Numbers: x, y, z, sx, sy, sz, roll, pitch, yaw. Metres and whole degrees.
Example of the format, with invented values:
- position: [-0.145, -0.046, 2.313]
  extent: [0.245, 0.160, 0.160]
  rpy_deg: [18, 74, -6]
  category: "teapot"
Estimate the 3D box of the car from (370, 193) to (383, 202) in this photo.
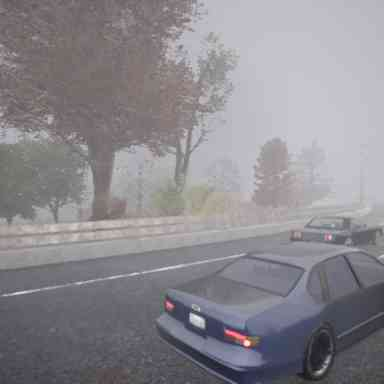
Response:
- position: [43.218, 1.500, 78.643]
  extent: [2.128, 1.511, 4.902]
  rpy_deg: [0, 0, 5]
  category: "car"

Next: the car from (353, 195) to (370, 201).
- position: [39.746, 1.486, 79.086]
  extent: [1.837, 1.490, 4.892]
  rpy_deg: [0, 0, 5]
  category: "car"

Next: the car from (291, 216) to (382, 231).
- position: [6.042, 1.633, 13.545]
  extent: [4.718, 1.301, 1.895]
  rpy_deg: [0, 0, -42]
  category: "car"

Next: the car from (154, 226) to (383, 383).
- position: [2.029, 1.562, 5.477]
  extent: [5.357, 1.411, 2.033]
  rpy_deg: [0, 0, -38]
  category: "car"
